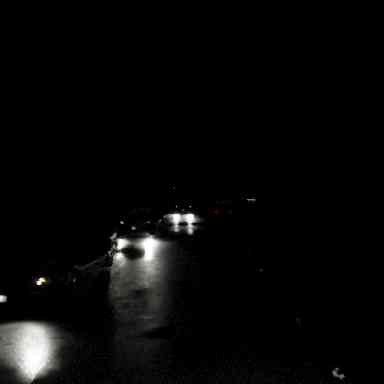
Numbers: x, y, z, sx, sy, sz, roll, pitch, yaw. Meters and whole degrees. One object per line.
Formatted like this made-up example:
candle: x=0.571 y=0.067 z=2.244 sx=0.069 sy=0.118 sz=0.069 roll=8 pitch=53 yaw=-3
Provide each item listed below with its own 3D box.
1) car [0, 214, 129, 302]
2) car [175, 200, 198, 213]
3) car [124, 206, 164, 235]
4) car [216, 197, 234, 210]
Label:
car: x=-3.356 y=1.539 z=8.652 sx=2.033 sy=1.411 sz=5.357 roll=0 pitch=0 yaw=2
car: x=-0.586 y=1.617 z=37.149 sx=1.895 sy=1.301 sz=4.718 roll=0 pitch=0 yaw=9
car: x=-2.724 y=1.515 z=18.861 sx=1.812 sy=1.442 sz=4.674 roll=0 pitch=0 yaw=5
car: x=4.477 y=1.404 z=44.979 sx=2.097 sy=1.767 sz=4.553 roll=0 pitch=0 yaw=11
